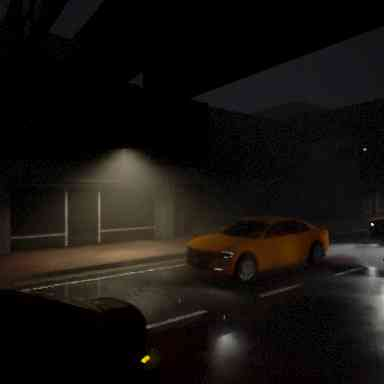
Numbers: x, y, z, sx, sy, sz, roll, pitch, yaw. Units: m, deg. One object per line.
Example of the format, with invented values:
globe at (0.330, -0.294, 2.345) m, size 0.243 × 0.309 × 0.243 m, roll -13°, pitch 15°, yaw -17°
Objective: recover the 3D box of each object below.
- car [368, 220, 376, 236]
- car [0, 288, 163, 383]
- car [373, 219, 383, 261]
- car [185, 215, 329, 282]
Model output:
car at (10.634, 1.600, 16.359) m, size 4.718 × 1.301 × 1.895 m, roll 0°, pitch 0°, yaw -37°
car at (-2.393, 1.526, 2.179) m, size 4.674 × 1.442 × 1.812 m, roll 0°, pitch 0°, yaw -38°
car at (7.753, 1.547, 9.830) m, size 5.357 × 1.411 × 2.033 m, roll 0°, pitch 0°, yaw -37°
car at (2.094, 1.477, 9.961) m, size 5.008 × 1.535 × 1.882 m, roll 0°, pitch 0°, yaw -37°
